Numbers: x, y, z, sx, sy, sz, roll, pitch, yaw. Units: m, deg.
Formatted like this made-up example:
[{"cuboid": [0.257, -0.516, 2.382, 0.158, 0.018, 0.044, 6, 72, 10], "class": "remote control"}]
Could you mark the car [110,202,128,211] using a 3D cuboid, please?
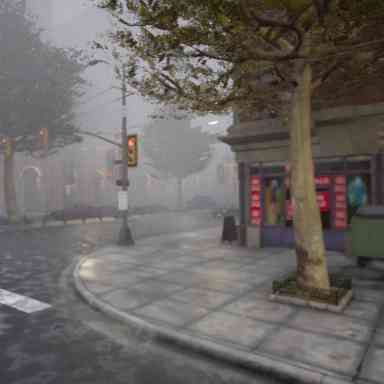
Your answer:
[{"cuboid": [-10.453, 2.029, 43.889, 1.895, 1.301, 4.718, -1, -1, 36], "class": "car"}]

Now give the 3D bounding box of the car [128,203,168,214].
[{"cuboid": [-5.045, 1.951, 40.020, 1.895, 1.301, 4.718, -1, -1, 36], "class": "car"}]

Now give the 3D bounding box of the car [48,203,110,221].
[{"cuboid": [-10.921, 1.897, 31.922, 2.033, 1.411, 5.357, -1, -1, 36], "class": "car"}]

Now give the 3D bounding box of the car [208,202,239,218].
[{"cuboid": [3.797, 1.802, 32.282, 1.895, 1.301, 4.718, -1, -1, 36], "class": "car"}]

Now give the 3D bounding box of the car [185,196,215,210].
[{"cuboid": [1.268, 1.572, 48.709, 2.150, 2.045, 5.566, -1, -1, 36], "class": "car"}]
